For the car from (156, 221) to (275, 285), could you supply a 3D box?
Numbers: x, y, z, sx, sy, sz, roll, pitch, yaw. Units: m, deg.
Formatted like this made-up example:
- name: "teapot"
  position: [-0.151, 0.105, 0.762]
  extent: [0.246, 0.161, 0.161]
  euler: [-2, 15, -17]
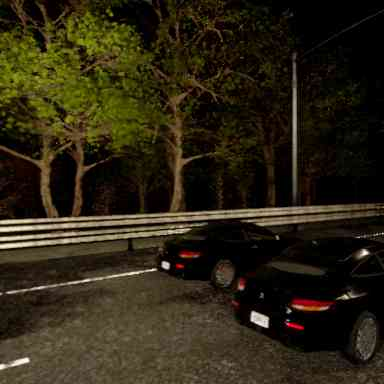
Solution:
- name: "car"
  position: [1.262, 1.512, 8.977]
  extent: [4.674, 1.442, 1.812]
  euler: [0, 0, -36]

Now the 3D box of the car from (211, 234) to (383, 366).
- name: "car"
  position: [2.762, 1.513, 5.744]
  extent: [4.674, 1.442, 1.812]
  euler: [0, 0, -36]
